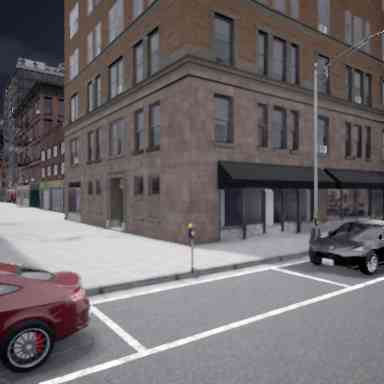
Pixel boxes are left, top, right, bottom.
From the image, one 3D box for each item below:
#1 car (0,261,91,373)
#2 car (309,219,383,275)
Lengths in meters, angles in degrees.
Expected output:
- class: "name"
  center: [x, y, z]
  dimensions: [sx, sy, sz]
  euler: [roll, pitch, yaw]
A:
- class: "car"
  center: [-3.419, 1.582, 4.096]
  dimensions: [4.206, 1.307, 1.802]
  euler: [0, 0, -36]
- class: "car"
  center: [5.537, 1.566, 10.487]
  dimensions: [4.313, 1.339, 1.947]
  euler: [0, 0, -36]
